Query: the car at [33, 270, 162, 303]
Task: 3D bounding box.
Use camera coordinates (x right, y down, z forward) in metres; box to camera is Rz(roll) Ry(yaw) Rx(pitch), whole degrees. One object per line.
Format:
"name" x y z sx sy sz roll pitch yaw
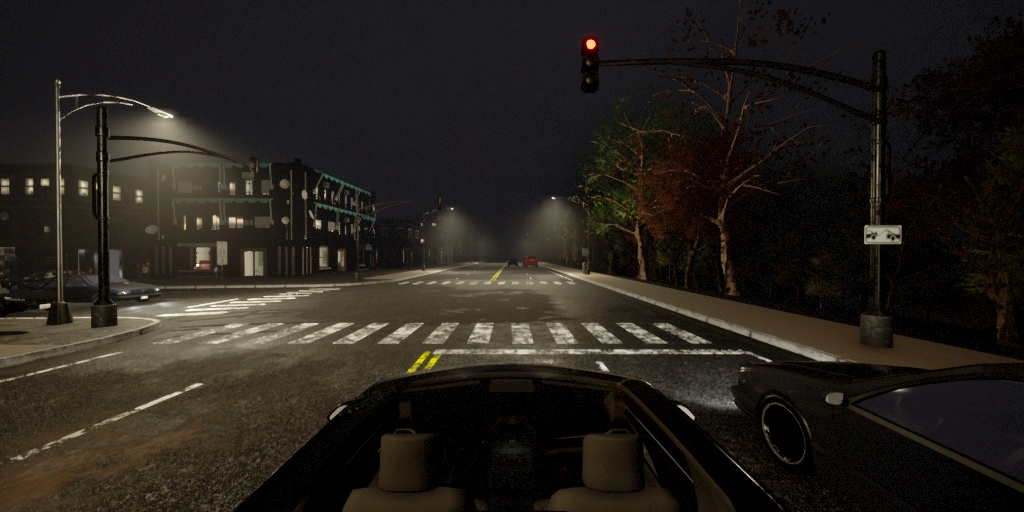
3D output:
"car" -19.287 1.512 16.380 5.357 1.411 2.033 -1 1 3

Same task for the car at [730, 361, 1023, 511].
"car" 3.327 1.297 1.672 2.033 1.411 5.357 0 0 3

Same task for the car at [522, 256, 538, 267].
"car" 3.416 0.948 63.877 2.150 2.045 5.566 0 0 0

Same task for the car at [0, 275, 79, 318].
"car" -19.935 1.565 13.654 4.313 1.339 1.948 0 0 0
